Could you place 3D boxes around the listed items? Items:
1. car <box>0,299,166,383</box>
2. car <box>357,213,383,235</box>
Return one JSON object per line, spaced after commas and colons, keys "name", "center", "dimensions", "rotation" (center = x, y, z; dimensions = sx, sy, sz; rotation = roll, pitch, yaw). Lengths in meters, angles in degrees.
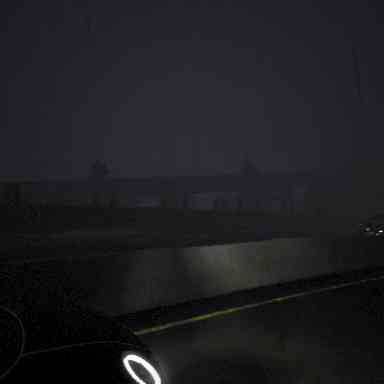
{"name": "car", "center": [-2.352, 1.345, 2.070], "dimensions": [4.553, 1.767, 2.097], "rotation": [1, 0, -36]}
{"name": "car", "center": [16.574, 2.879, 28.637], "dimensions": [5.566, 2.045, 2.150], "rotation": [5, -3, -35]}
